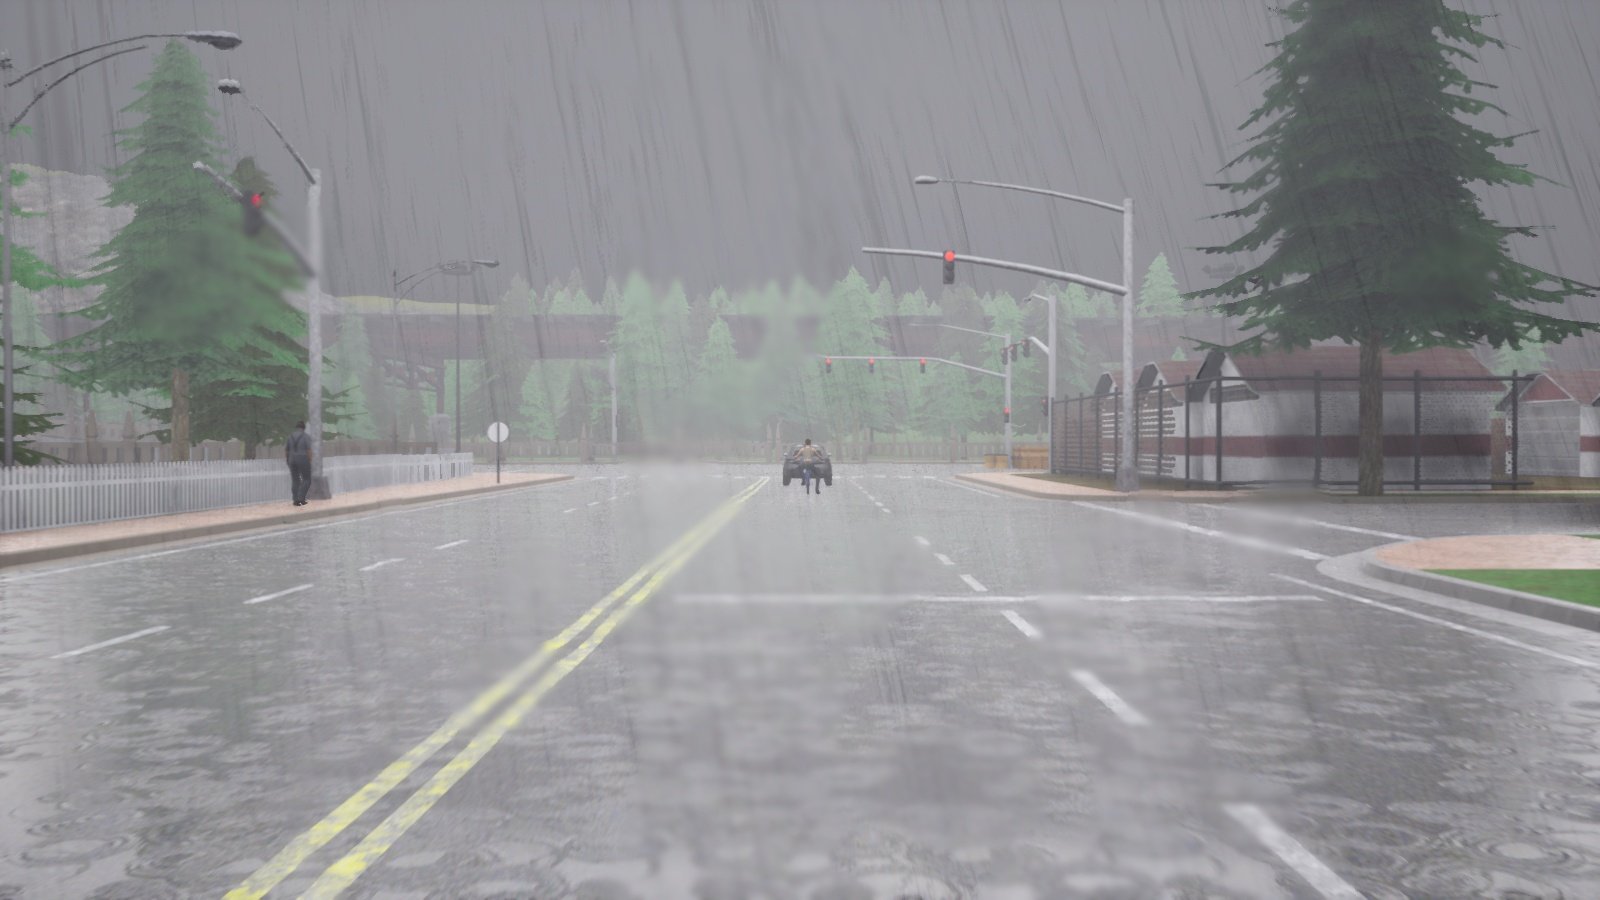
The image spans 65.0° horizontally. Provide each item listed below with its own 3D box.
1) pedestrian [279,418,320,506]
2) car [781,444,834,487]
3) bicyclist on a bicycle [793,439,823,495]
[{"bbox_3d":[-10.617,0.246,26.652,0.540,1.848,0.694,0,0,5],"label":"pedestrian"},{"bbox_3d":[0.271,0.506,45.078,1.816,1.474,4.193,0,0,0],"label":"car"},{"bbox_3d":[0.228,0.478,36.416,0.866,1.612,1.509,0,0,0],"label":"bicyclist on a bicycle"}]
